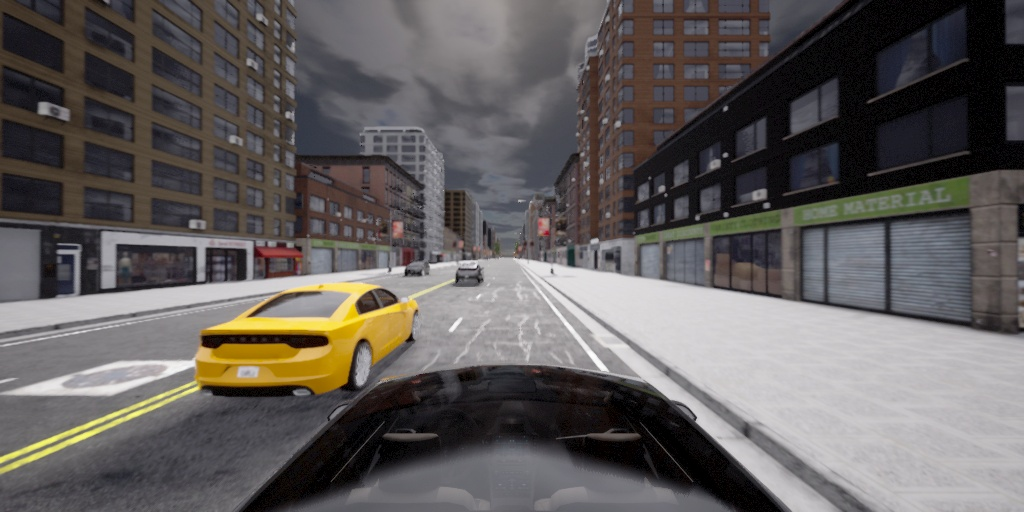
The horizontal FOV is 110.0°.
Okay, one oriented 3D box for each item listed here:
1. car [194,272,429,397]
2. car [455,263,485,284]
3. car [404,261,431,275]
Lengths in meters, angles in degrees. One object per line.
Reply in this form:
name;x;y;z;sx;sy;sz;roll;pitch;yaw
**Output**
car;-3.153;1.232;6.756;1.882;1.535;5.008;0;0;0
car;-3.182;1.262;27.570;2.128;1.511;4.902;0;0;0
car;-9.797;1.323;37.418;1.837;1.490;4.892;0;0;0
